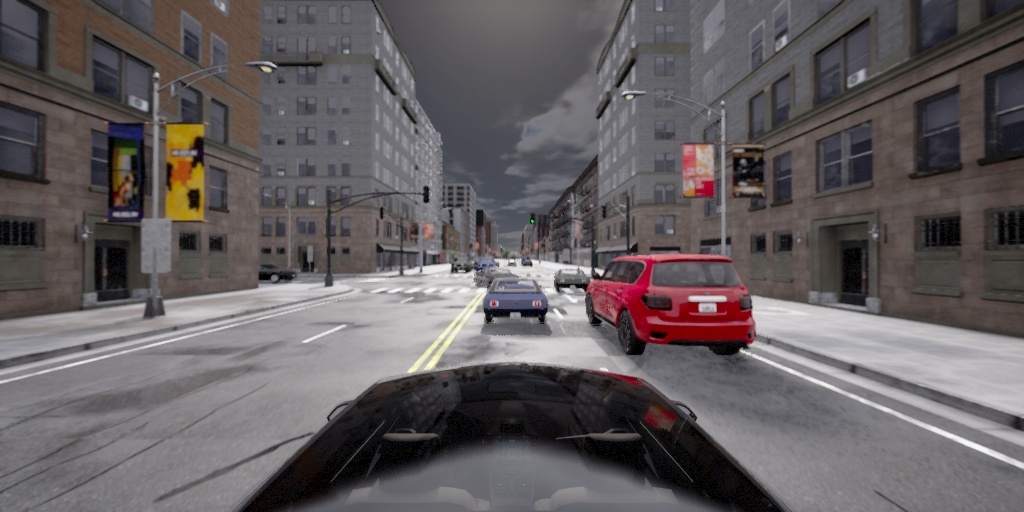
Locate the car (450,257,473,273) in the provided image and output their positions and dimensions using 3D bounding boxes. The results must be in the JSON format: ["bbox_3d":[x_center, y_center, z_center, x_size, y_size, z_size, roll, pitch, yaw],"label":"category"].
[{"bbox_3d":[-6.576,1.120,46.827,2.150,2.045,5.566,0,0,0],"label":"car"}]

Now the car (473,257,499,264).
[{"bbox_3d":[-3.300,1.120,46.539,2.150,2.045,5.566,0,0,2],"label":"car"}]

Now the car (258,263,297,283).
[{"bbox_3d":[-19.854,1.290,28.524,5.008,1.535,1.882,0,0,1],"label":"car"}]

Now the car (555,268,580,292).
[{"bbox_3d":[3.588,1.417,22.044,1.895,1.301,4.718,0,0,6],"label":"car"}]

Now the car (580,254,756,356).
[{"bbox_3d":[3.356,0.993,8.833,2.150,2.045,5.566,0,0,0],"label":"car"}]

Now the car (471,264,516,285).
[{"bbox_3d":[-1.198,1.420,24.099,1.895,1.301,4.718,0,0,-18],"label":"car"}]

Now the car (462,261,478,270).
[{"bbox_3d":[-6.558,1.493,56.232,1.994,1.385,4.181,0,0,0],"label":"car"}]

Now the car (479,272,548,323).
[{"bbox_3d":[0.102,1.384,12.315,1.895,1.301,4.718,0,0,0],"label":"car"}]
